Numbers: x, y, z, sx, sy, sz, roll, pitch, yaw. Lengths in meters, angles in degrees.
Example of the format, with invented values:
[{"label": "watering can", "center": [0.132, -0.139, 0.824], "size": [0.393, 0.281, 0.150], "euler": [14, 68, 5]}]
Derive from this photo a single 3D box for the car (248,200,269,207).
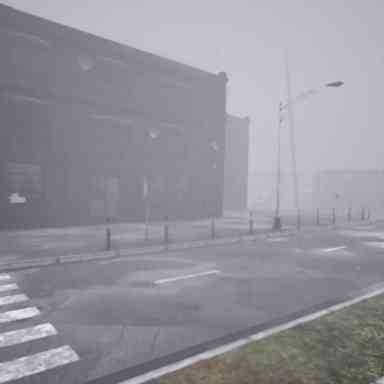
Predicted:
[{"label": "car", "center": [15.321, 2.537, 73.929], "size": [2.163, 1.488, 4.792], "euler": [1, -1, 43]}]
